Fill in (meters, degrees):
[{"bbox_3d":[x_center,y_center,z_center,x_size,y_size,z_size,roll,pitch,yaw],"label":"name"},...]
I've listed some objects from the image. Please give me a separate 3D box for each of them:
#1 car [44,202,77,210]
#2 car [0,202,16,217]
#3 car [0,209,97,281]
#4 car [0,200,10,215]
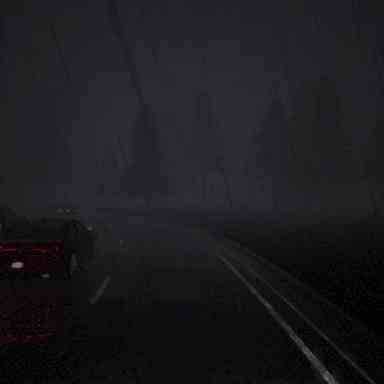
[{"bbox_3d":[-12.226,1.650,30.767,2.033,1.411,5.357,0,0,-37],"label":"car"},{"bbox_3d":[-8.685,1.410,14.580,2.097,1.767,4.553,0,0,-13],"label":"car"},{"bbox_3d":[-4.187,1.512,10.027,1.882,1.535,5.008,0,0,-5],"label":"car"},{"bbox_3d":[-21.415,1.635,35.323,4.902,1.511,2.128,0,0,41],"label":"car"}]
